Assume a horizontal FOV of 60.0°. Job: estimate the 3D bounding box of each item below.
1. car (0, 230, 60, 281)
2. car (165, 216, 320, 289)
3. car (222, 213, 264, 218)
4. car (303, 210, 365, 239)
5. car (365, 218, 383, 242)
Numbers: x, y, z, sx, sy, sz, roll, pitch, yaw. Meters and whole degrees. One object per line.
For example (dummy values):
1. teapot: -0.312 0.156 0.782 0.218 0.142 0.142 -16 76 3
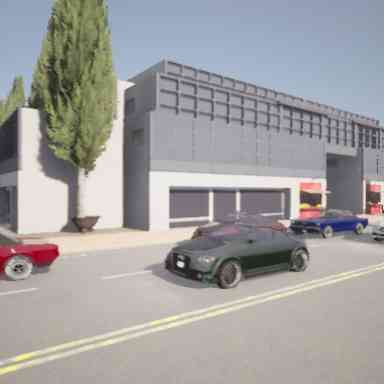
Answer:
1. car: -5.975 1.601 8.314 4.718 1.301 1.895 0 0 -35
2. car: 1.353 1.573 9.225 4.181 1.385 1.994 0 0 -35
3. car: 2.070 1.579 14.011 4.181 1.385 1.994 0 0 -35
4. car: 7.343 1.625 17.708 4.718 1.301 1.895 0 0 -36
5. car: 10.273 1.551 15.498 4.674 1.442 1.812 0 0 -36
